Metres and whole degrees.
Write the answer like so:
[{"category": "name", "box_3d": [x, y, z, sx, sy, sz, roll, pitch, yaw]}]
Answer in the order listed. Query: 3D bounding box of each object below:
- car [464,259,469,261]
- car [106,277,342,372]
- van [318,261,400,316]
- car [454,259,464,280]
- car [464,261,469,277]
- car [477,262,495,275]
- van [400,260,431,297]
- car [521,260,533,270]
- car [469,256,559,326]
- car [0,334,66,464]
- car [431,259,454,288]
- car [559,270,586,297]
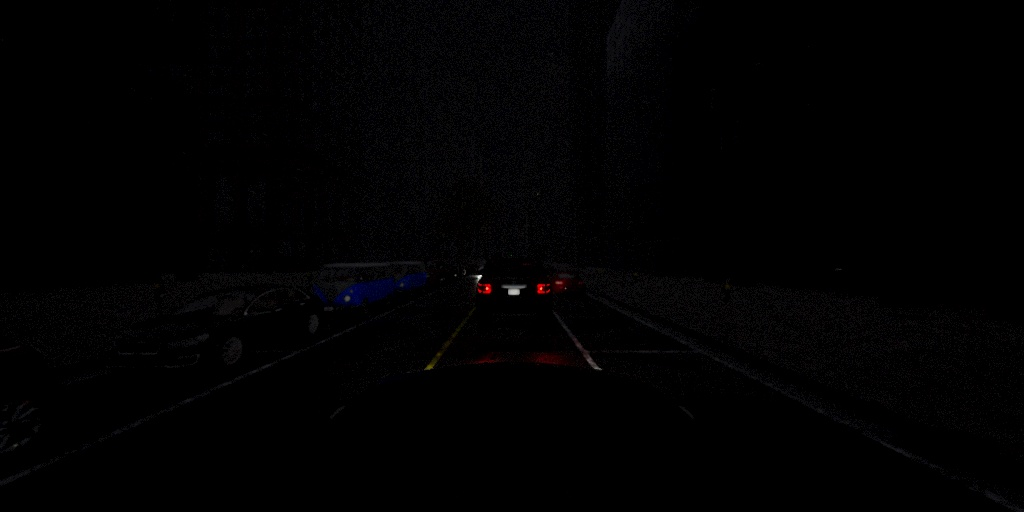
[{"category": "car", "box_3d": [-5.675, 1.239, 41.741, 2.192, 1.841, 5.009, 0, 0, 0]}, {"category": "car", "box_3d": [-5.751, 1.326, 7.677, 2.007, 1.370, 4.403, 0, 0, 0]}, {"category": "van", "box_3d": [-5.738, 1.140, 13.355, 1.690, 1.789, 3.998, 0, 0, 0]}, {"category": "car", "box_3d": [-5.700, 1.189, 30.387, 2.192, 1.841, 5.009, 0, 0, 0]}, {"category": "car", "box_3d": [-5.688, 1.465, 36.064, 1.948, 1.339, 4.313, 0, 0, 0]}, {"category": "car", "box_3d": [-3.007, 1.453, 42.289, 1.812, 1.442, 4.674, 0, 0, 0]}, {"category": "van", "box_3d": [-5.726, 1.165, 19.032, 1.690, 1.789, 3.998, 0, 0, 0]}, {"category": "car", "box_3d": [2.483, 1.513, 59.822, 1.837, 1.490, 4.892, 0, 0, 0]}, {"category": "car", "box_3d": [0.086, 1.018, 11.941, 2.150, 2.045, 5.566, 0, 0, 1]}, {"category": "car", "box_3d": [-5.764, 1.191, 1.999, 1.967, 1.591, 4.097, 0, 0, 0]}, {"category": "car", "box_3d": [-5.713, 1.164, 24.710, 2.192, 1.841, 5.009, 0, 0, 0]}, {"category": "car", "box_3d": [2.799, 1.407, 19.020, 1.802, 1.307, 4.207, 0, 0, 0]}]
